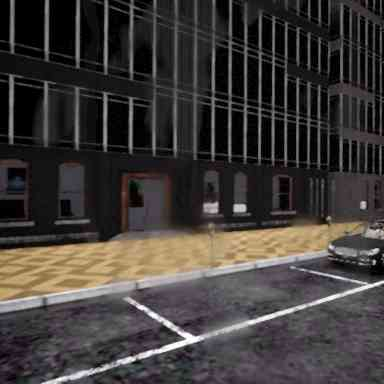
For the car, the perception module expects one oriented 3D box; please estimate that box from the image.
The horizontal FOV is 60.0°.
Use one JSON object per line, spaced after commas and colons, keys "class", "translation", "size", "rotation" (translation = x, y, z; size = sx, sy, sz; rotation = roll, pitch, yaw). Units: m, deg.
{"class": "car", "translation": [6.281, 1.663, 11.030], "size": [4.403, 1.369, 2.008], "rotation": [1, 0, -35]}
